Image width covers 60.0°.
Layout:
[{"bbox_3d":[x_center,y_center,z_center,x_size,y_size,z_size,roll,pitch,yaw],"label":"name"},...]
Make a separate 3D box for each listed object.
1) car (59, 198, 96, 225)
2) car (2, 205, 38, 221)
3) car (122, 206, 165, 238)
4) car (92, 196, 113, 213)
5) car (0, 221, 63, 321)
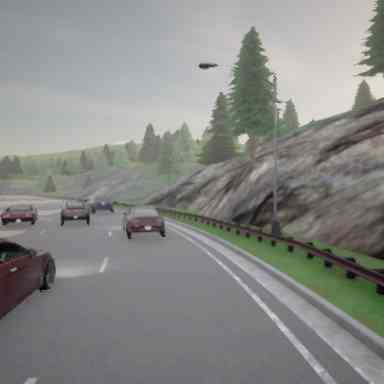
[{"bbox_3d":[-8.303,1.401,23.526,2.128,1.511,4.902,0,0,-21],"label":"car"},{"bbox_3d":[-11.875,1.532,23.211,1.895,1.301,4.718,0,0,-22],"label":"car"},{"bbox_3d":[-2.564,1.440,17.243,1.812,1.442,4.674,0,0,-15],"label":"car"},{"bbox_3d":[-9.740,1.205,34.790,2.097,1.767,4.553,0,0,-27],"label":"car"},{"bbox_3d":[-3.958,1.513,5.908,1.812,1.442,4.674,0,0,-6],"label":"car"}]
